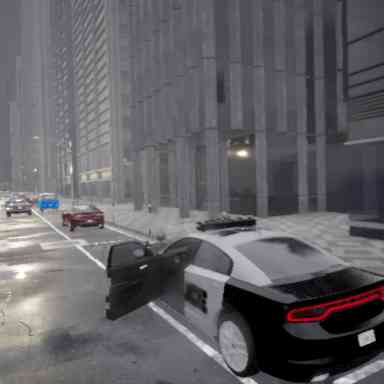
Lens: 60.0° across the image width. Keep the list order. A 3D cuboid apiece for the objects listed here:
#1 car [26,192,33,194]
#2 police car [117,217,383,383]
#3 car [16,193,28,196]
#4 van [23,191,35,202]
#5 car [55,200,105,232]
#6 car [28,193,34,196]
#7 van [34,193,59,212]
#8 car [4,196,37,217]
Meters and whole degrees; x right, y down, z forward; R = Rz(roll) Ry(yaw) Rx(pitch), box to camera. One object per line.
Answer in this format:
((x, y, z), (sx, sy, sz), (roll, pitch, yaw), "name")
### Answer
((-25.323, 1.136, 52.960), (1.802, 1.307, 4.206), (-3, 2, -29), "car")
((0.516, 1.264, 5.643), (1.930, 1.638, 5.238), (-3, 2, -29), "police car")
((-20.485, 1.241, 38.583), (1.837, 1.490, 4.892), (-3, 2, -29), "car")
((-30.812, 0.838, 62.815), (1.690, 1.788, 3.998), (-3, 2, -29), "van")
((-6.145, 1.297, 18.446), (1.887, 1.381, 4.507), (-3, 2, -29), "car")
((-22.583, 1.165, 48.030), (1.802, 1.307, 4.206), (-3, 2, -29), "car")
((-14.372, 1.009, 33.233), (1.690, 1.788, 3.998), (-3, 2, -29), "van")
((-15.087, 1.335, 29.013), (2.033, 1.411, 5.357), (-3, 2, -29), "car")
